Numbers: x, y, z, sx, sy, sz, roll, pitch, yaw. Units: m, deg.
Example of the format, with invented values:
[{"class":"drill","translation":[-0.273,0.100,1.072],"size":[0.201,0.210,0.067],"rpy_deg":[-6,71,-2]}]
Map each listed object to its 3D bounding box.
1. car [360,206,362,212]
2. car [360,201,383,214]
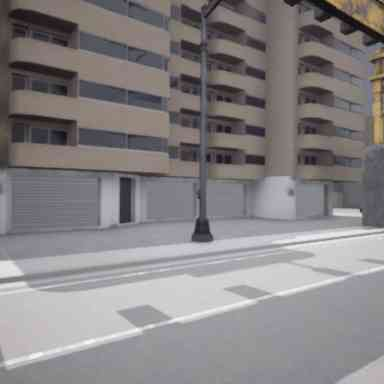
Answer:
[{"class":"car","translation":[20.031,1.790,34.871],"size":[2.038,1.542,4.974],"rpy_deg":[0,0,-11]},{"class":"car","translation":[20.022,1.632,34.923],"size":[1.853,1.218,4.536],"rpy_deg":[0,0,-11]}]
